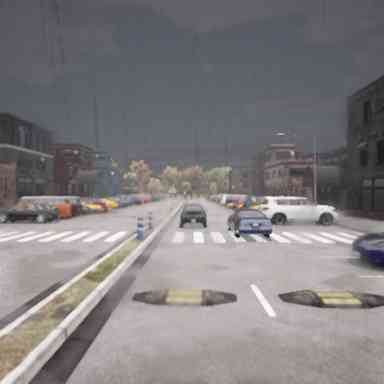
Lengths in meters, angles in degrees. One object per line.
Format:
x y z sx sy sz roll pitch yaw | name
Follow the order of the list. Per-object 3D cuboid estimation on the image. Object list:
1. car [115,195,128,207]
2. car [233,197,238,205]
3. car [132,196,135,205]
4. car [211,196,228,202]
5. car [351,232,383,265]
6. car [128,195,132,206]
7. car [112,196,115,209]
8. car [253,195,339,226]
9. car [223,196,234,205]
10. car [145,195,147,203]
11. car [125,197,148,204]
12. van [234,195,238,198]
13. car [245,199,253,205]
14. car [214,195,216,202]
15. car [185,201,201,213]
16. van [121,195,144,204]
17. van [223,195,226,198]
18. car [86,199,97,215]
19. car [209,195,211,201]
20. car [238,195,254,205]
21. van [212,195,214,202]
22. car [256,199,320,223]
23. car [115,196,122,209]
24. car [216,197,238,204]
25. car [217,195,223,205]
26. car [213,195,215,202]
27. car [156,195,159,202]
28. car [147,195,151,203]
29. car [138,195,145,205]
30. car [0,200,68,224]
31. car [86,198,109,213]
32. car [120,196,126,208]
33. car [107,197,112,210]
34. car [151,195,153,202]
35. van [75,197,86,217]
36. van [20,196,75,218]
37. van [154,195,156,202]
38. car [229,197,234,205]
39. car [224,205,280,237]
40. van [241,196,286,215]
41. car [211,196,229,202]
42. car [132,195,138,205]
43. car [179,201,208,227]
-12.532 1.571 50.525 4.553 1.767 2.185 0 0 0 | car
7.651 1.672 38.118 5.008 1.535 2.097 0 0 0 | car
-12.555 1.767 56.084 4.674 1.452 2.002 0 0 0 | car
7.686 1.925 93.261 4.553 1.767 2.185 0 -1 0 | car
7.612 1.578 10.540 4.792 1.488 2.163 0 0 0 | car
-12.529 1.586 53.306 4.553 1.767 2.185 0 0 0 | car
-12.602 1.533 42.189 4.553 1.767 2.185 0 0 0 | car
7.672 1.369 24.329 5.566 2.045 2.435 0 0 0 | car
7.462 1.700 46.390 5.366 1.575 1.946 0 0 0 | car
-12.362 1.798 67.199 5.366 1.575 1.946 0 0 0 | car
-12.533 1.870 75.536 4.892 1.521 2.231 0 -1 0 | car
7.763 1.455 40.877 4.442 1.987 1.878 0 0 0 | van
7.639 1.641 29.720 5.008 1.535 2.097 0 0 0 | car
7.644 1.828 68.448 4.892 1.521 2.231 0 0 0 | car
0.106 1.806 41.777 1.895 1.301 4.718 0 0 0 | car
-12.428 1.597 69.980 4.442 1.987 1.878 0 0 0 | van
7.765 1.516 54.663 4.442 1.987 1.878 0 0 0 | van
-12.581 1.666 33.851 4.674 1.452 2.002 0 0 0 | car
7.647 1.994 87.746 4.892 1.521 2.231 0 -1 0 | car
7.673 1.401 32.604 5.566 2.045 2.435 0 0 0 | car
7.534 1.665 76.597 4.442 1.987 1.878 0 0 0 | van
7.675 1.505 26.964 4.553 1.767 2.185 0 0 0 | car
-12.564 1.671 44.970 5.008 1.535 2.097 0 0 0 | car
7.649 1.909 73.961 4.674 1.452 2.002 0 0 0 | car
7.677 1.505 57.421 5.566 2.045 2.435 0 0 0 | car
7.836 1.845 71.204 5.366 1.575 1.946 0 0 0 | car
-12.554 1.754 89.433 5.566 2.045 2.435 0 -1 0 | car
-12.514 1.593 72.758 5.566 2.045 2.435 0 0 0 | car
-12.522 1.529 64.423 5.566 2.045 2.435 0 0 0 | car
-12.580 1.591 25.513 4.892 1.521 2.231 0 0 0 | car
-12.391 1.634 36.631 5.366 1.575 1.946 0 0 0 | car
-12.571 1.684 47.747 4.892 1.521 2.231 0 0 0 | car
-12.568 1.648 39.410 5.008 1.535 2.097 0 0 0 | car
-12.532 1.959 80.968 4.674 1.452 2.002 0 -1 0 | car
-12.698 1.388 31.073 4.442 1.987 1.878 0 0 0 | van
-12.701 1.376 28.294 4.442 1.987 1.878 0 0 0 | van
-12.412 1.749 86.652 4.442 1.987 1.878 0 -1 0 | van
7.644 1.732 43.633 4.674 1.452 2.002 0 0 0 | car
3.099 1.661 18.676 2.033 1.411 5.357 0 0 0 | car
7.529 1.436 35.361 4.442 1.987 1.878 0 0 0 | van
7.623 1.895 90.504 4.553 1.767 2.185 0 -1 0 | car
-12.549 1.745 58.863 4.892 1.521 2.231 0 0 0 | car
0.100 1.646 24.316 1.837 1.490 4.892 0 0 0 | car
